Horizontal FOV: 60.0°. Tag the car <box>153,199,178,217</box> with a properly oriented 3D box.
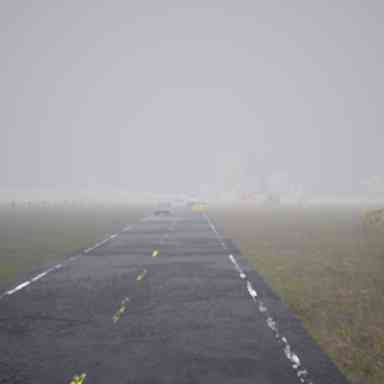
[{"bbox_3d":[-2.840,1.729,34.487,2.033,1.411,5.357,0,0,0],"label":"car"}]

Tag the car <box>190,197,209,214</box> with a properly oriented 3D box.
[{"bbox_3d":[0.968,1.661,38.094,1.801,1.575,5.366,0,0,0],"label":"car"}]

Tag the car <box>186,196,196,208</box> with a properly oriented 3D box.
[{"bbox_3d":[0.007,1.847,55.716,1.812,1.442,4.674,0,0,0],"label":"car"}]

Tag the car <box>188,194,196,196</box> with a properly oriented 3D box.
[{"bbox_3d":[0.009,1.529,72.251,2.150,2.045,5.566,0,0,0],"label":"car"}]

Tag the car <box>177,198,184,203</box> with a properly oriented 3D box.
[{"bbox_3d":[-2.740,1.906,75.821,1.895,1.301,4.718,0,0,0],"label":"car"}]
